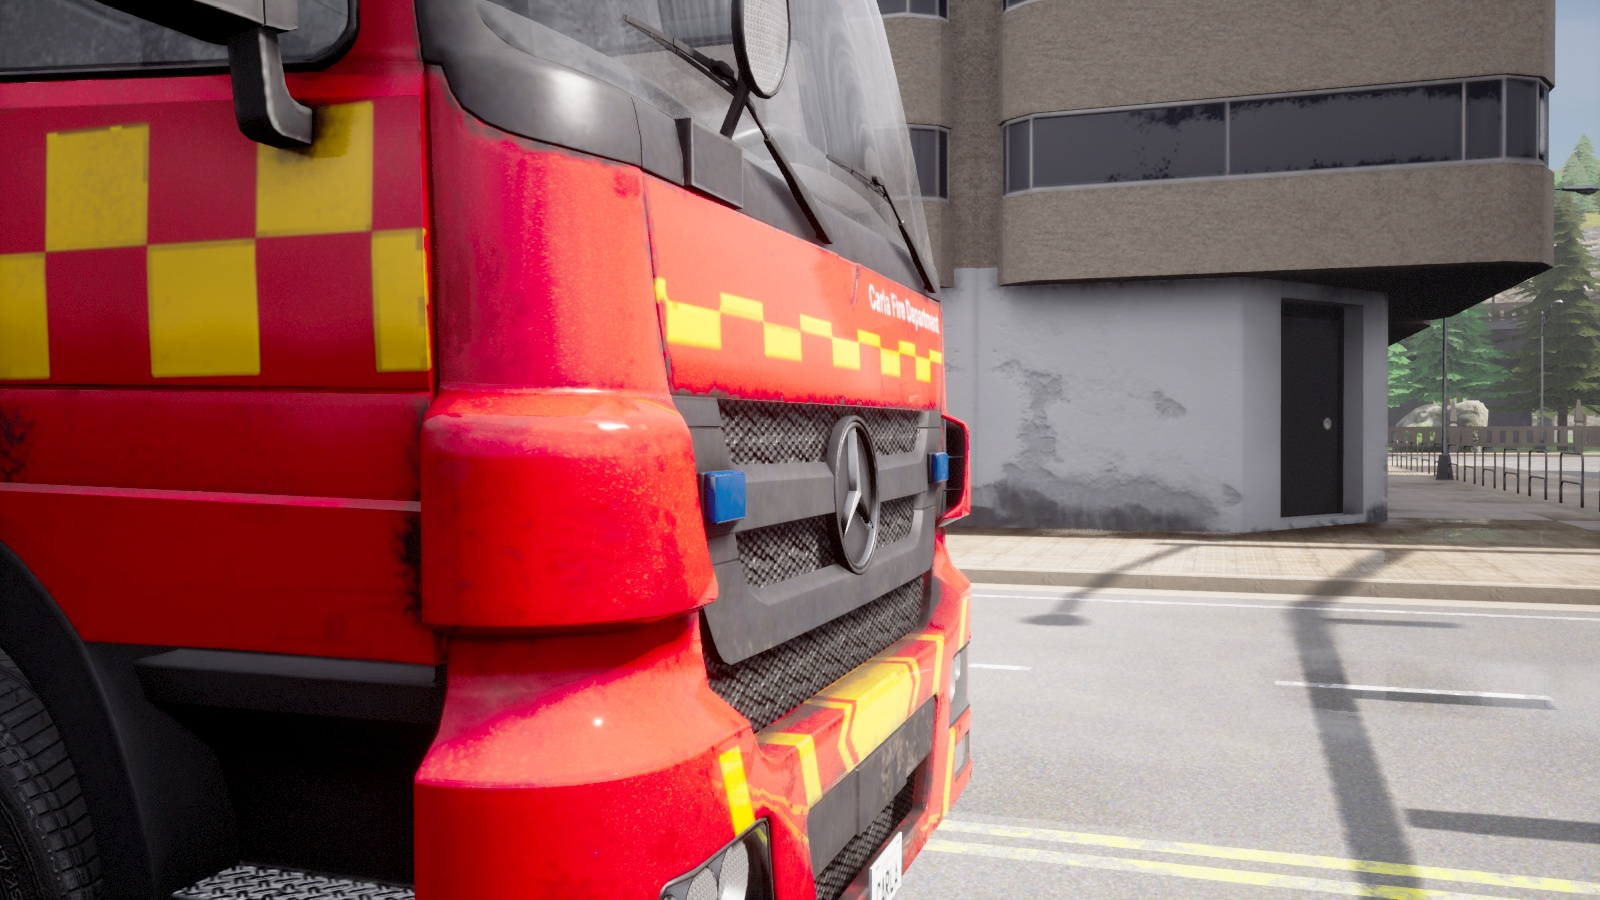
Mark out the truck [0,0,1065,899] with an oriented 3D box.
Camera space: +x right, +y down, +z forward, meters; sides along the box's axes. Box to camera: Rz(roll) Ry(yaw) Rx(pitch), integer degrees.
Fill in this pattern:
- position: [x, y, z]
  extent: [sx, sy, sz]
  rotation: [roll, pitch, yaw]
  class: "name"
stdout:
- position: [-3.556, -0.422, 4.371]
  extent: [8.468, 3.827, 2.891]
  rotation: [1, 1, 19]
  class: "truck"
